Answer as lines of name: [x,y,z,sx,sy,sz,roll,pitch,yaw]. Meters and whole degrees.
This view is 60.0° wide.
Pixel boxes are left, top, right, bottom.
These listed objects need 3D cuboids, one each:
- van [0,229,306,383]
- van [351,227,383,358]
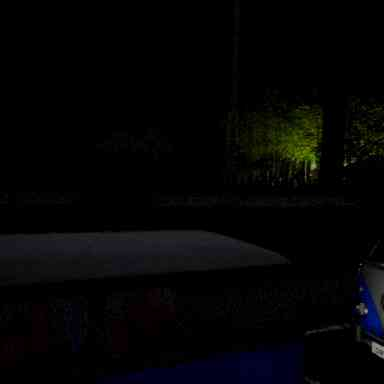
van: [-1.128,1.209,2.369,3.998,1.788,1.690,1,2,-22]
van: [4.101,1.318,4.526,3.998,1.788,1.690,1,2,-22]
